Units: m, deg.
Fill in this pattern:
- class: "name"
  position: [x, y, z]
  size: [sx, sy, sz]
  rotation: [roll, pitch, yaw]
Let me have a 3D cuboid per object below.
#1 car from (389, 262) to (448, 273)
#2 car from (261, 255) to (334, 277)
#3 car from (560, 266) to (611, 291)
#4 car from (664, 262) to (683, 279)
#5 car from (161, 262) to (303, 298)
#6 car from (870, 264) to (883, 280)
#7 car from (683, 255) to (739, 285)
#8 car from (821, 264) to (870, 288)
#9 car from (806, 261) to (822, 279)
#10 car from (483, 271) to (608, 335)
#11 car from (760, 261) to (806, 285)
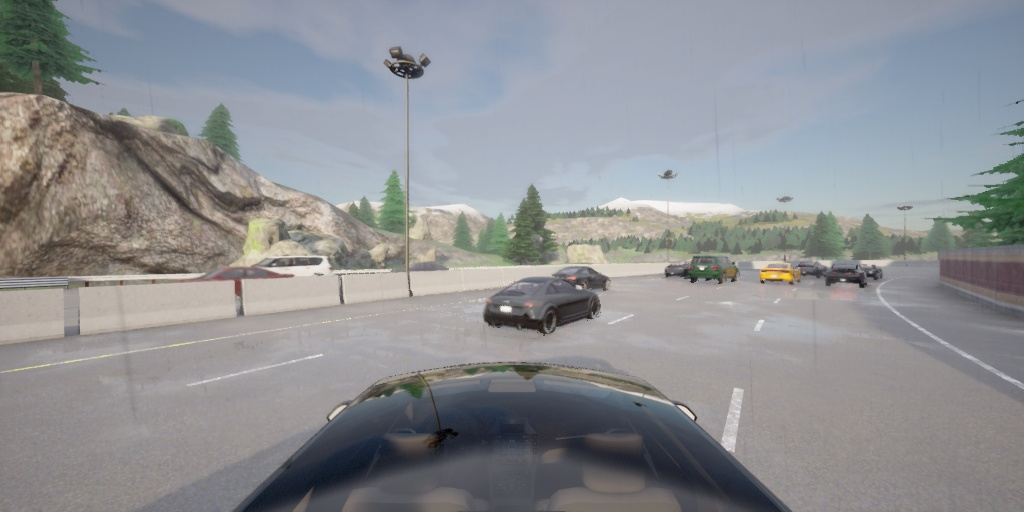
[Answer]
- class: "car"
  position: [-8.465, 1.297, 32.669]
  size: [2.033, 1.411, 5.357]
  rotation: [0, 0, 41]
- class: "car"
  position: [-13.418, 0.971, 20.932]
  size: [2.150, 2.045, 5.566]
  rotation: [0, 0, 37]
- class: "car"
  position: [3.767, 1.277, 19.730]
  size: [1.812, 1.442, 4.674]
  rotation: [0, -1, 40]
- class: "car"
  position: [15.230, 1.240, 31.682]
  size: [4.902, 1.511, 2.128]
  rotation: [0, 0, -43]
- class: "car"
  position: [-12.581, 1.227, 16.092]
  size: [1.882, 1.535, 5.008]
  rotation: [0, 0, 35]
- class: "car"
  position: [30.437, 1.351, 30.920]
  size: [4.718, 1.301, 1.895]
  rotation: [0, 0, -39]
- class: "car"
  position: [15.098, 0.971, 26.774]
  size: [5.566, 2.045, 2.150]
  rotation: [0, 0, -45]
- class: "car"
  position: [22.492, 1.255, 24.091]
  size: [4.892, 1.490, 1.837]
  rotation: [0, 0, -43]
- class: "car"
  position: [27.713, 1.241, 33.200]
  size: [4.902, 1.511, 2.128]
  rotation: [0, 0, -39]
- class: "car"
  position: [1.041, 1.314, 10.700]
  size: [1.994, 1.385, 4.181]
  rotation: [0, 0, 36]
- class: "car"
  position: [19.769, 1.228, 26.330]
  size: [5.008, 1.535, 1.882]
  rotation: [0, 0, -44]
